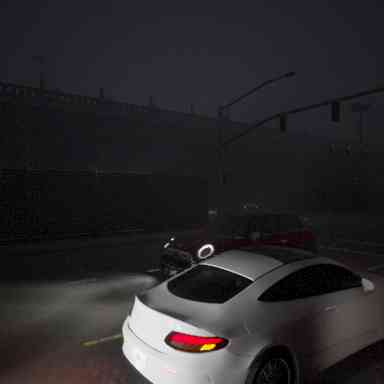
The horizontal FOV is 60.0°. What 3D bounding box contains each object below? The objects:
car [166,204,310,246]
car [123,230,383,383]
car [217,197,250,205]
[{"bbox_3d":[1.392,1.351,9.242,4.553,1.767,2.097,0,0,-35],"label":"car"},{"bbox_3d":[1.343,1.525,4.745,4.674,1.442,1.812,0,0,-35],"label":"car"},{"bbox_3d":[4.574,1.405,33.958,2.097,1.767,4.553,0,0,-36],"label":"car"}]
